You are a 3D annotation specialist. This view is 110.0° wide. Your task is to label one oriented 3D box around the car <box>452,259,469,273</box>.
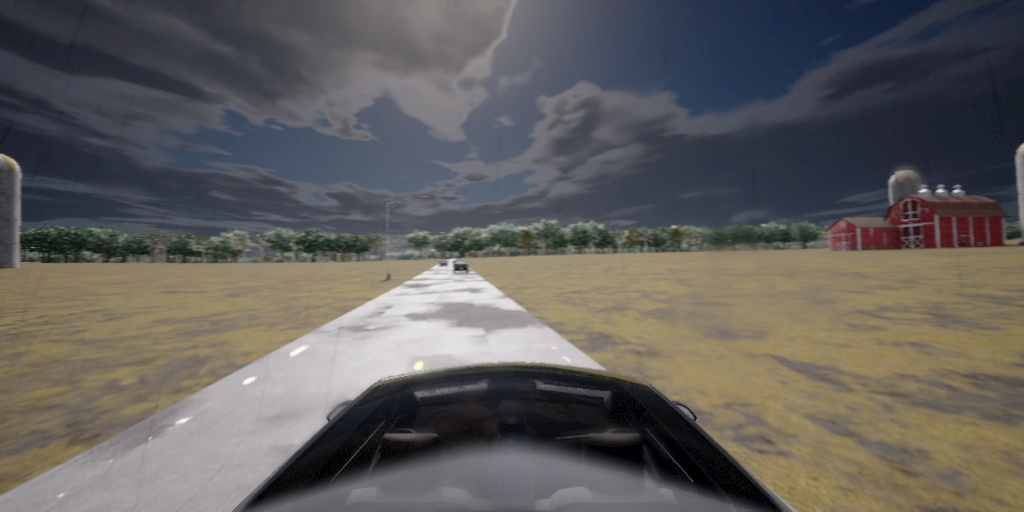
[{"bbox_3d":[-6.532,1.310,45.814,1.882,1.535,5.008,-1,0,-9],"label":"car"}]
